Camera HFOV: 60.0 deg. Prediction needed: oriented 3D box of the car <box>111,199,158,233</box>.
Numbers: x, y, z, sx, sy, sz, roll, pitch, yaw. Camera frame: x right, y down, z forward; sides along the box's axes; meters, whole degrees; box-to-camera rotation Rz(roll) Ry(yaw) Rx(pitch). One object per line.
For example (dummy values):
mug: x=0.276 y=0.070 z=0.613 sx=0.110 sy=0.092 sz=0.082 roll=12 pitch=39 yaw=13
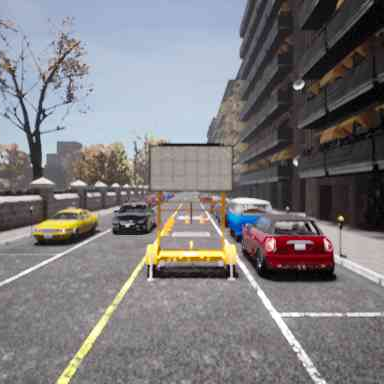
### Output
car: x=-3.139 y=1.367 z=18.549 sx=1.837 sy=1.490 sz=4.892 roll=0 pitch=0 yaw=0

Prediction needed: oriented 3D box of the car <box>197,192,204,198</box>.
car: x=2.484 y=0.822 z=94.617 sx=1.967 sy=1.590 sz=4.097 roll=0 pitch=0 yaw=0

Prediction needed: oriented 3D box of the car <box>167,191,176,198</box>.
car: x=-5.896 y=0.697 z=94.599 sx=2.192 sy=1.841 sz=5.009 roll=0 pitch=0 yaw=0

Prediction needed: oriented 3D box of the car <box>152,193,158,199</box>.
car: x=-5.785 y=1.222 z=43.929 sx=1.887 sy=1.381 sz=4.507 roll=0 pitch=0 yaw=0

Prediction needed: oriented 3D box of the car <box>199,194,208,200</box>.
car: x=2.533 y=1.091 z=72.098 sx=1.802 sy=1.307 sz=4.206 roll=0 pitch=0 yaw=0

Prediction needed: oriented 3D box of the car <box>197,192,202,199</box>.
car: x=2.546 y=0.982 z=66.467 sx=1.967 sy=1.590 sz=4.097 roll=0 pitch=0 yaw=0

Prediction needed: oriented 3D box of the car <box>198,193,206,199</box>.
car: x=2.509 y=1.010 z=83.359 sx=1.947 sy=1.339 sz=4.313 roll=0 pitch=0 yaw=0

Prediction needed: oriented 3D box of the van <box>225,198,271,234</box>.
van: x=2.657 y=1.223 z=15.796 sx=1.690 sy=1.788 sz=3.998 roll=0 pitch=0 yaw=0

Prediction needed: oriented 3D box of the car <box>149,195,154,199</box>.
car: x=-5.773 y=1.298 z=38.301 sx=1.802 sy=1.307 sz=4.206 roll=0 pitch=0 yaw=0

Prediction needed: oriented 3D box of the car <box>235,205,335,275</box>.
car: x=2.669 y=1.363 z=10.165 sx=1.967 sy=1.590 sz=4.097 roll=0 pitch=0 yaw=0

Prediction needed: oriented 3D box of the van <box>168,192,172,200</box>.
van: x=-5.847 y=0.850 z=72.078 sx=1.690 sy=1.788 sz=3.998 roll=0 pitch=0 yaw=0

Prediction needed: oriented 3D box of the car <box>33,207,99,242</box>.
car: x=-5.723 y=1.409 z=15.609 sx=1.752 sy=1.417 sz=4.829 roll=0 pitch=0 yaw=0

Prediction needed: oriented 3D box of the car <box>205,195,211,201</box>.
car: x=2.620 y=1.302 z=32.688 sx=1.887 sy=1.381 sz=4.507 roll=0 pitch=0 yaw=0

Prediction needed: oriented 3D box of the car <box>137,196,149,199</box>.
car: x=-5.760 y=1.324 z=32.671 sx=1.947 sy=1.339 sz=4.313 roll=0 pitch=0 yaw=0

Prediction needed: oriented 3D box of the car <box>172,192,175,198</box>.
car: x=-5.872 y=1.010 z=83.340 sx=1.947 sy=1.339 sz=4.313 roll=0 pitch=0 yaw=0

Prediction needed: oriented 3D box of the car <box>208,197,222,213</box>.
car: x=2.632 y=1.350 z=27.058 sx=2.008 sy=1.369 sz=4.403 roll=0 pitch=0 yaw=0

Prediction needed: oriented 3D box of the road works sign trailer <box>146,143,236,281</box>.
road works sign trailer: x=-0.021 y=0.392 z=9.603 sx=2.380 sy=3.560 sz=2.880 roll=0 pitch=0 yaw=0

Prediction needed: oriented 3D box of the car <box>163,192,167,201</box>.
car: x=-5.810 y=0.924 z=55.187 sx=2.192 sy=1.841 sz=5.009 roll=0 pitch=0 yaw=0

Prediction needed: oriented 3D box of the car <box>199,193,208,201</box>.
car: x=2.570 y=1.191 z=55.206 sx=1.802 sy=1.307 sz=4.206 roll=0 pitch=0 yaw=0

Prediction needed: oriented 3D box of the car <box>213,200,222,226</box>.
car: x=2.644 y=1.406 z=21.428 sx=1.947 sy=1.339 sz=4.313 roll=0 pitch=0 yaw=0

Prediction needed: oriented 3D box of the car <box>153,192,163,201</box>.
car: x=-5.797 y=1.083 z=49.556 sx=1.967 sy=1.590 sz=4.097 roll=0 pitch=0 yaw=0
